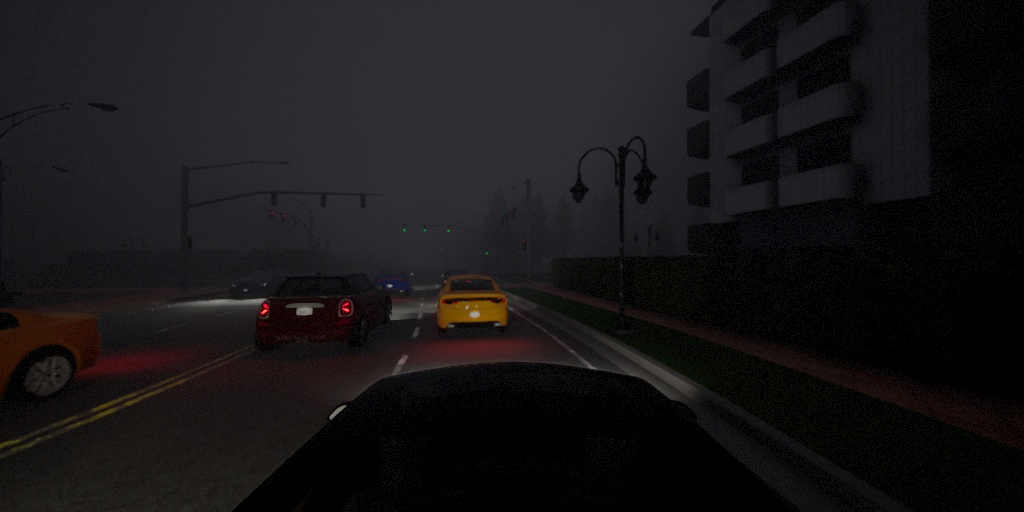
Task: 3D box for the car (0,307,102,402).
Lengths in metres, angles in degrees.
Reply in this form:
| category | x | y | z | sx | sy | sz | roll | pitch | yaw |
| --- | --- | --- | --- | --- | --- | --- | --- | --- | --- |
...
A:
| category | x | y | z | sx | sy | sz | roll | pitch | yaw |
| --- | --- | --- | --- | --- | --- | --- | --- | --- | --- |
| car | -7.360 | 1.257 | 3.574 | 1.882 | 1.535 | 5.008 | 0 | -1 | -5 |

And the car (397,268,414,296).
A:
| category | x | y | z | sx | sy | sz | roll | pitch | yaw |
| --- | --- | --- | --- | --- | --- | --- | --- | --- | --- |
| car | -6.857 | 1.428 | 20.978 | 1.882 | 1.535 | 5.008 | 0 | -1 | -12 |

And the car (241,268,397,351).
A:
| category | x | y | z | sx | sy | sz | roll | pitch | yaw |
| --- | --- | --- | --- | --- | --- | --- | --- | --- | --- |
| car | -4.604 | 1.186 | 9.493 | 2.097 | 1.767 | 4.553 | 0 | -1 | -9 |

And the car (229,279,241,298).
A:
| category | x | y | z | sx | sy | sz | roll | pitch | yaw |
| --- | --- | --- | --- | --- | --- | --- | --- | --- | --- |
| car | -13.992 | 1.481 | 20.426 | 1.812 | 1.442 | 4.674 | 0 | -1 | -12 |

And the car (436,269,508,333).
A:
| category | x | y | z | sx | sy | sz | roll | pitch | yaw |
| --- | --- | --- | --- | --- | --- | --- | --- | --- | --- |
| car | -1.343 | 1.324 | 11.322 | 1.882 | 1.535 | 5.008 | 0 | -1 | -10 |
